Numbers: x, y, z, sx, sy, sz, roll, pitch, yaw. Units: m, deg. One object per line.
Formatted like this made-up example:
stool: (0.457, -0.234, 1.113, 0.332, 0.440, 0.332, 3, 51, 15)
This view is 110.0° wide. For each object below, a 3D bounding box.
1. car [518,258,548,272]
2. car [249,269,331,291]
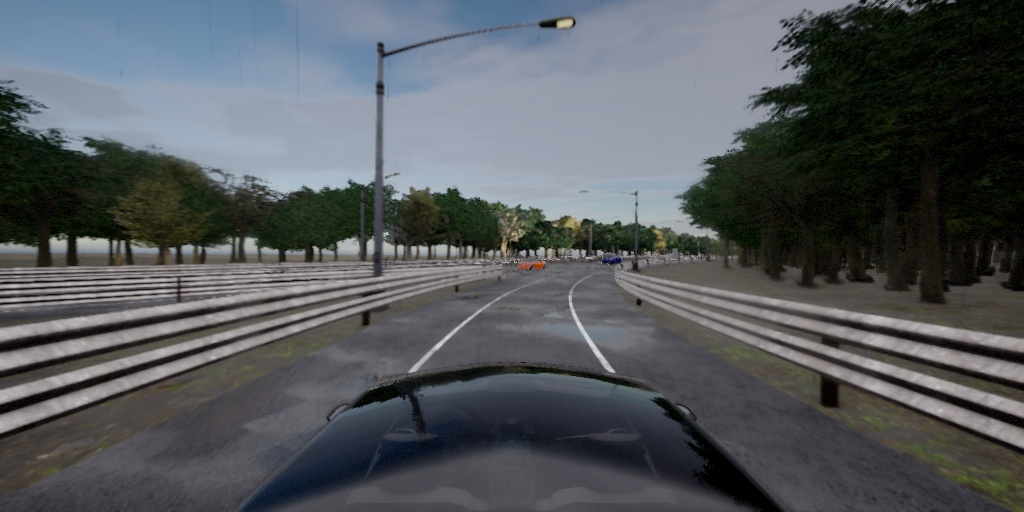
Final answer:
car: (2.836, 1.071, 47.685, 2.097, 1.767, 4.553, 1, 1, 38)
car: (-15.256, 1.588, 24.920, 1.895, 1.301, 4.718, 1, 1, 38)
